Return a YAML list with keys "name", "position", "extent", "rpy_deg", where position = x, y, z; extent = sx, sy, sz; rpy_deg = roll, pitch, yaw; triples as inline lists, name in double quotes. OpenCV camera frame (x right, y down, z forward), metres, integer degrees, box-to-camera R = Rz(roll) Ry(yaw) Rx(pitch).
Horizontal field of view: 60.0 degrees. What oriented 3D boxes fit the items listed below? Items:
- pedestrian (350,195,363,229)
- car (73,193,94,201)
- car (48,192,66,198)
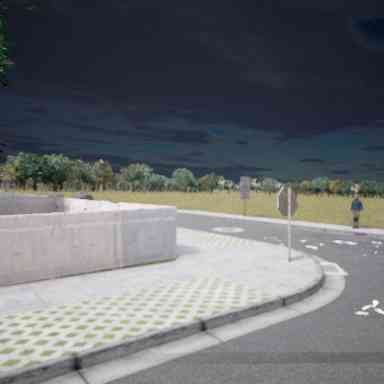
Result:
- name: "pedestrian"
  position: [8.740, 1.028, 17.744]
  extent: [0.375, 1.860, 0.375]
  rpy_deg: [1, -1, -36]
- name: "car"
  position: [-14.917, 0.896, 45.431]
  extent: [1.837, 1.490, 4.892]
  rpy_deg: [0, -1, -36]
- name: "car"
  position: [-23.052, 0.755, 56.658]
  extent: [2.033, 1.411, 5.357]
  rpy_deg: [0, 1, -36]
